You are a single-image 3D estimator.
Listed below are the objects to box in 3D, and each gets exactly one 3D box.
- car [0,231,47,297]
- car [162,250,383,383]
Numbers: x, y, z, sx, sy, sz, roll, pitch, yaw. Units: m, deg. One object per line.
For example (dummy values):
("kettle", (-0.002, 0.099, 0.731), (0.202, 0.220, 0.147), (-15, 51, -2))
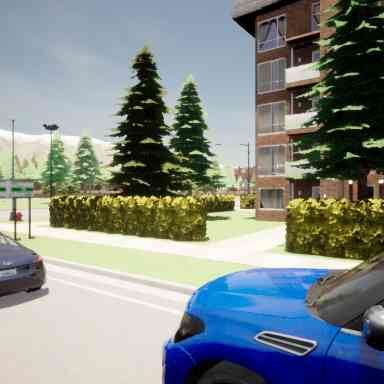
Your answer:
("car", (-5.253, 1.564, 7.712), (4.181, 1.385, 1.994), (0, 0, 36))
("car", (2.361, 1.221, 2.305), (5.566, 2.045, 2.150), (0, 0, 36))
